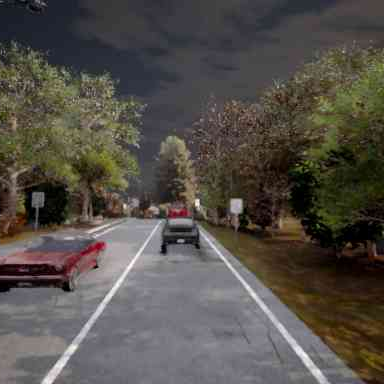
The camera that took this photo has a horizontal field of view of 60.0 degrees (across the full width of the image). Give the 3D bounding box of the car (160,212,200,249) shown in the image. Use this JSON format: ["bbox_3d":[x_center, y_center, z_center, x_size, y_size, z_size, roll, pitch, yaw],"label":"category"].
[{"bbox_3d":[-0.613,2.016,17.400,1.837,1.490,4.892,0,-1,-3],"label":"car"}]

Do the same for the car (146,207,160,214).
[{"bbox_3d":[-5.926,2.915,50.599,1.882,1.535,5.008,0,-4,-3],"label":"car"}]

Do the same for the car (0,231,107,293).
[{"bbox_3d":[-3.930,1.898,9.853,1.895,1.301,4.718,0,-2,-3],"label":"car"}]

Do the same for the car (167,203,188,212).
[{"bbox_3d":[-1.673,2.311,37.881,2.150,2.045,5.566,0,-2,-3],"label":"car"}]
